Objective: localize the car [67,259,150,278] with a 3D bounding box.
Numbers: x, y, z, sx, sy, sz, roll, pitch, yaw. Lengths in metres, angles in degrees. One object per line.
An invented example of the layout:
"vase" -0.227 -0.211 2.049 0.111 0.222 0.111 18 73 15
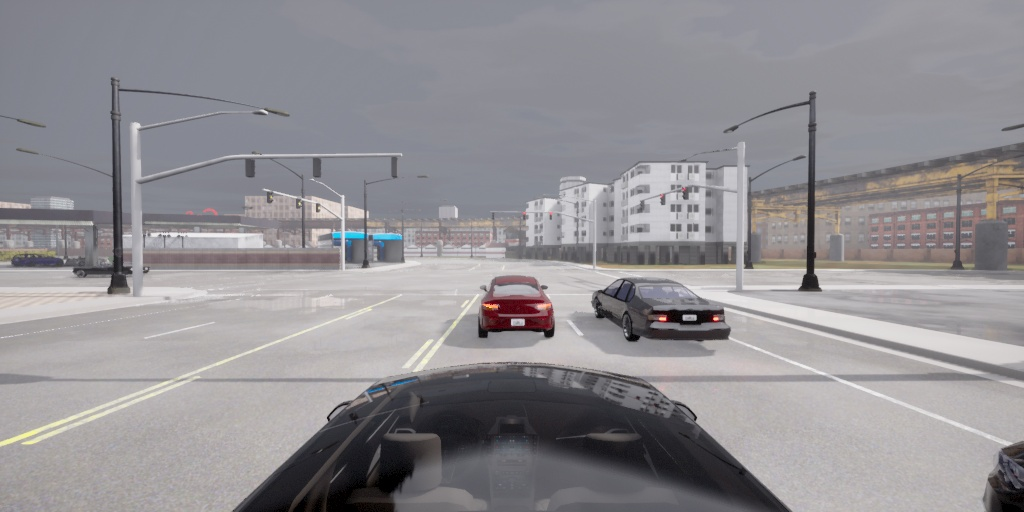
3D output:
"car" -33.737 1.136 30.202 4.718 1.301 1.895 0 1 -1

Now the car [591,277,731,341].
"car" 3.578 1.283 9.743 2.033 1.411 5.357 0 0 0

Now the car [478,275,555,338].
"car" 0.067 1.256 10.026 1.812 1.442 4.674 0 0 -1
